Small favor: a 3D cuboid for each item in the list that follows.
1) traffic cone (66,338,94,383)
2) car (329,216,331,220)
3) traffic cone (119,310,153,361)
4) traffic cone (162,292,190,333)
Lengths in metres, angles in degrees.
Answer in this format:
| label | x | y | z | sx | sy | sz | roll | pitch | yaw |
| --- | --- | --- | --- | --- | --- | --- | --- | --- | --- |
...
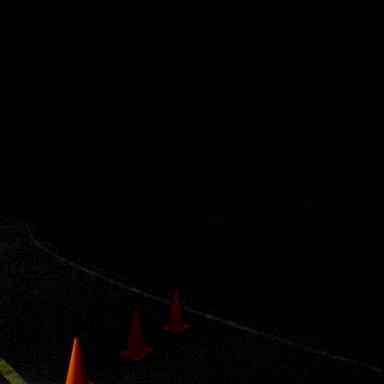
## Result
| label | x | y | z | sx | sy | sz | roll | pitch | yaw |
| --- | --- | --- | --- | --- | --- | --- | --- | --- | --- |
| traffic cone | -1.296 | 1.945 | 3.750 | 0.340 | 0.580 | 0.340 | 1 | 1 | 31 |
| car | 35.619 | 6.632 | 82.738 | 1.851 | 1.617 | 3.988 | -4 | -3 | 4 |
| traffic cone | -0.776 | 1.938 | 4.601 | 0.340 | 0.580 | 0.340 | 1 | 1 | 32 |
| traffic cone | -0.257 | 1.931 | 5.451 | 0.340 | 0.580 | 0.340 | 1 | 1 | 31 |
